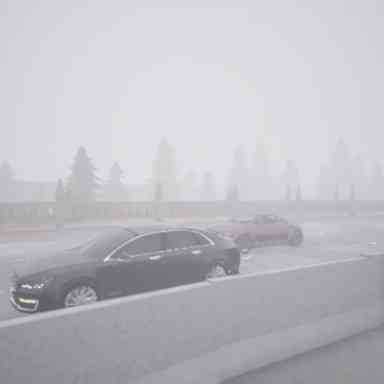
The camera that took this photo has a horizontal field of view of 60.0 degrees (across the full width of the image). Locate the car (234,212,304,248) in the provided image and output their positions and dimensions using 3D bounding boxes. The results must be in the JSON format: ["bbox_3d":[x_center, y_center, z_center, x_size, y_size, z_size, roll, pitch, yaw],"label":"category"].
[{"bbox_3d":[2.509,1.536,13.496,4.181,1.385,1.994,0,0,-29],"label":"car"}]

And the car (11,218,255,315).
[{"bbox_3d":[-1.141,1.478,7.203,4.892,1.490,1.837,0,0,-33],"label":"car"}]
